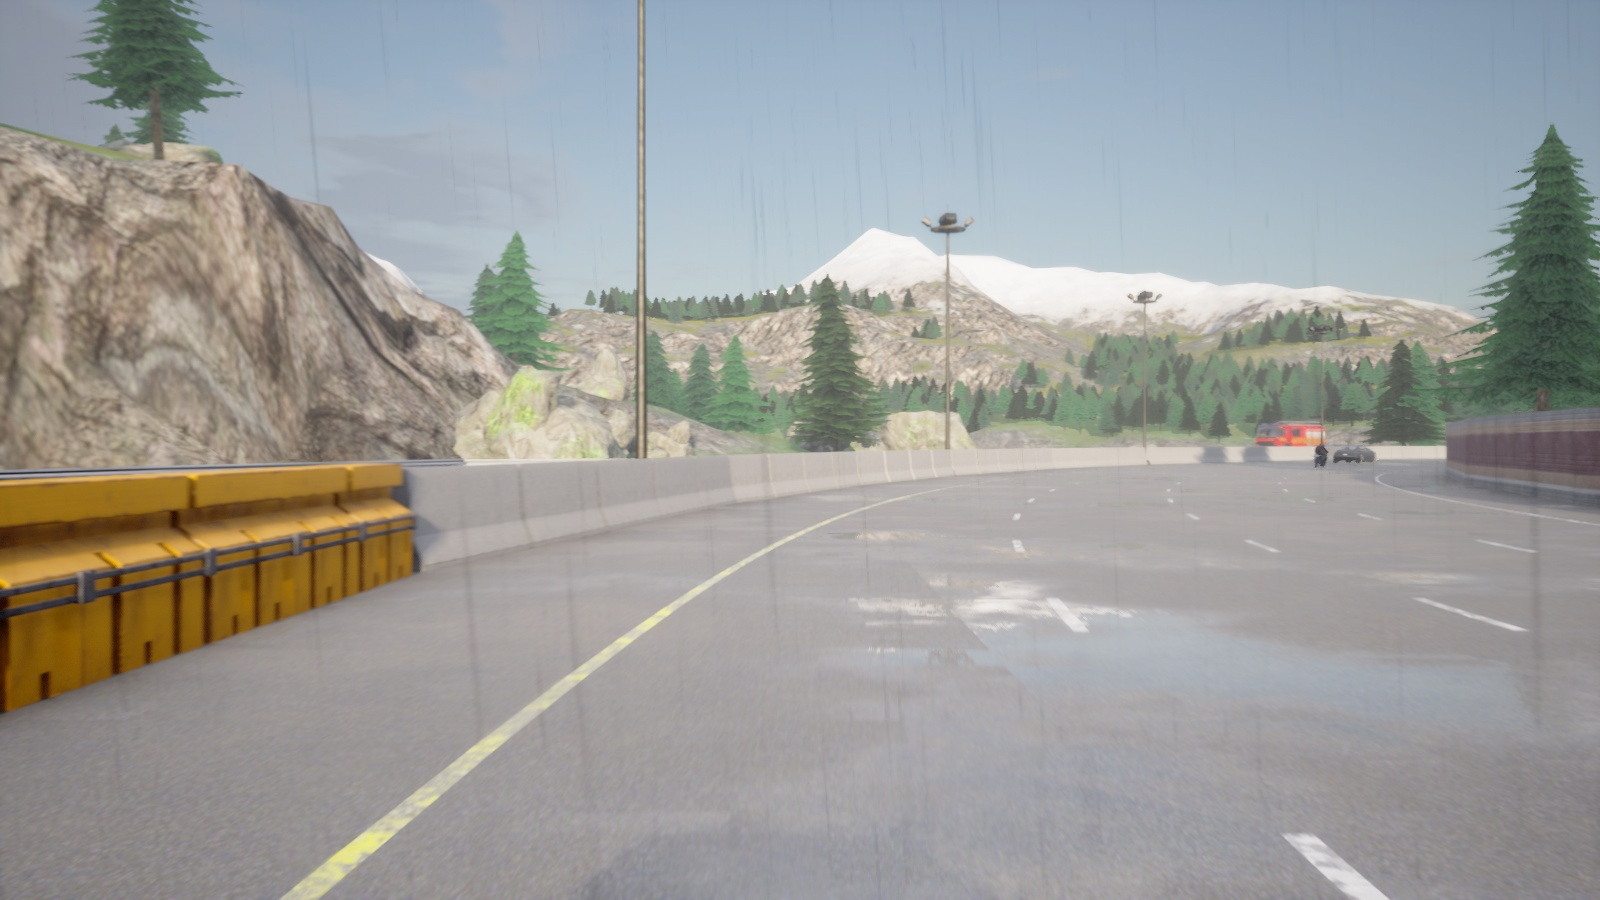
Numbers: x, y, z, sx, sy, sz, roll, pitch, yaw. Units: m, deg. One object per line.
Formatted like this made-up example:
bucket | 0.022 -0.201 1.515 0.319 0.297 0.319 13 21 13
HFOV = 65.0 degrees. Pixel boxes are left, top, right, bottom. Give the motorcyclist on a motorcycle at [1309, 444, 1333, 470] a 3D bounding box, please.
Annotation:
motorcyclist on a motorcycle | 31.511 0.424 75.948 0.866 1.530 2.191 1 1 35
